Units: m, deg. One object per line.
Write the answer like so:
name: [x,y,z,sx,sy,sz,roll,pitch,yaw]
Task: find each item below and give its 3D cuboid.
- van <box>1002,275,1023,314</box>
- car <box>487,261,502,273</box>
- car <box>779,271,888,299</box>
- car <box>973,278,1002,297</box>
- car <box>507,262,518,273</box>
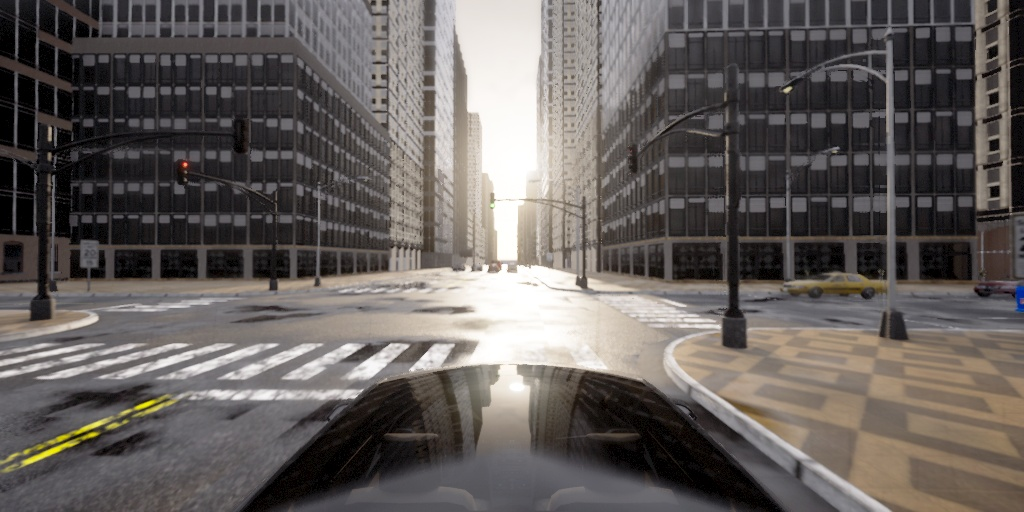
van: [18.368,1.228,11.009,3.998,1.789,1.690,0,0,2]
car: [-3.175,2.089,61.797,1.812,1.442,4.674,0,-1,0]
car: [17.108,1.498,19.183,4.829,1.417,1.751,0,0,2]
car: [26.942,1.556,18.685,4.207,1.307,1.802,0,0,2]
car: [0.075,2.111,61.792,2.033,1.411,5.357,0,-1,0]
